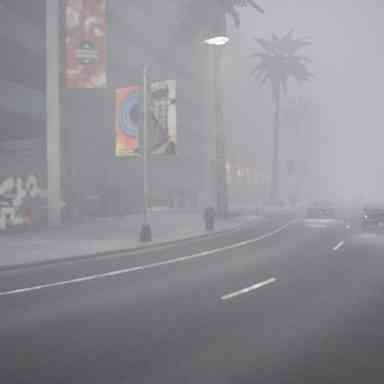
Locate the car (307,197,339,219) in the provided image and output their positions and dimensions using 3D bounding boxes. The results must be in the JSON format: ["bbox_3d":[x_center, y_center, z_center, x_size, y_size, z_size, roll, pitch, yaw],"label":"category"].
[{"bbox_3d":[10.390,1.336,26.524,1.994,1.385,4.181,0,0,25],"label":"car"}]

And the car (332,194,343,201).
[{"bbox_3d":[28.008,1.014,64.011,1.895,1.301,4.718,0,0,25],"label":"car"}]

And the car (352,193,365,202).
[{"bbox_3d":[28.719,0.959,57.370,1.837,1.490,4.892,0,0,26],"label":"car"}]

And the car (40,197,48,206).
[{"bbox_3d":[-22.372,1.373,50.235,1.895,1.301,4.718,0,0,25],"label":"car"}]

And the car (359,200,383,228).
[{"bbox_3d":[11.184,1.402,19.995,1.895,1.301,4.718,0,0,25],"label":"car"}]

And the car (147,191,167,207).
[{"bbox_3d":[-5.277,0.838,43.124,2.435,2.045,5.566,0,0,25],"label":"car"}]
